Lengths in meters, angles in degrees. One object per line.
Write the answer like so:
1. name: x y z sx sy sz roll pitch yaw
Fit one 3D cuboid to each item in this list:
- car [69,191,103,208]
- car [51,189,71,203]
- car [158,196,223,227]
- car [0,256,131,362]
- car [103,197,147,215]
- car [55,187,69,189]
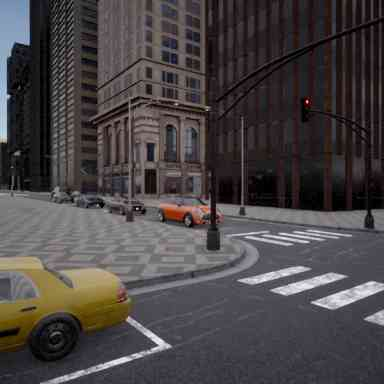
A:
1. car: -10.826 0.893 34.952 2.033 1.411 5.357 0 1 -35
2. car: -16.667 0.662 43.156 1.837 1.490 4.892 0 1 -36
3. car: -0.200 1.050 20.116 2.097 1.767 4.553 0 1 -36
4. car: -3.233 1.525 4.343 4.829 1.417 1.752 0 0 -36
5. car: -5.399 1.088 27.372 1.994 1.385 4.181 0 1 -36
6. car: -21.929 0.133 55.767 2.150 2.045 5.566 0 1 -36
